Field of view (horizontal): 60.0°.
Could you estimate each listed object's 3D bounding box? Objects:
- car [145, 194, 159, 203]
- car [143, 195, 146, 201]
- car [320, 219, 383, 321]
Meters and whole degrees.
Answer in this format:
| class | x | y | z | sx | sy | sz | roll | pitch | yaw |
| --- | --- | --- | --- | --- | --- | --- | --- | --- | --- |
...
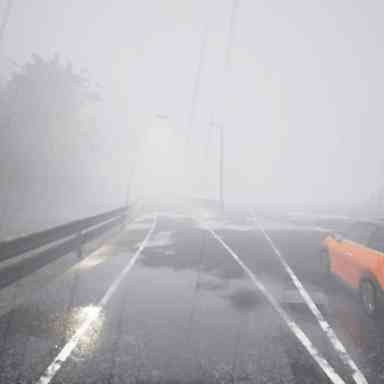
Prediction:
| class | x | y | z | sx | sy | sz | roll | pitch | yaw |
| --- | --- | --- | --- | --- | --- | --- | --- | --- | --- |
| car | -8.355 | 1.612 | 71.819 | 1.812 | 1.442 | 4.674 | 0 | 0 | -13 |
| car | -10.860 | 1.361 | 81.811 | 2.097 | 1.767 | 4.553 | 0 | 0 | -15 |
| car | 4.349 | 1.359 | 7.335 | 2.097 | 1.767 | 4.553 | 0 | 0 | 8 |
